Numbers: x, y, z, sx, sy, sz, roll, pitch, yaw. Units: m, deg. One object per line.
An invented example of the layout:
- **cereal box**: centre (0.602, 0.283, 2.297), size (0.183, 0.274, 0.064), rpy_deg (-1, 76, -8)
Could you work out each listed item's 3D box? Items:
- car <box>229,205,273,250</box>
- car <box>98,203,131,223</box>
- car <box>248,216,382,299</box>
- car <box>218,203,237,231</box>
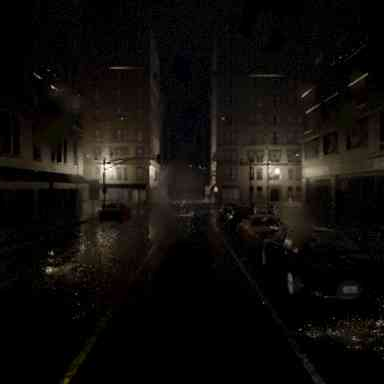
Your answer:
- **car**: centre (2.852, 1.481, 13.957), size (1.752, 1.417, 4.829), rpy_deg (-1, 0, 0)
- **car**: centre (-5.703, 1.465, 24.948), size (1.887, 1.381, 4.507), rpy_deg (-1, 0, 0)
- **car**: centre (2.857, 1.525, 8.201), size (2.008, 1.369, 4.403), rpy_deg (-1, 0, 0)
- **car**: centre (2.847, 1.504, 19.373), size (1.947, 1.339, 4.313), rpy_deg (-1, 0, 0)
